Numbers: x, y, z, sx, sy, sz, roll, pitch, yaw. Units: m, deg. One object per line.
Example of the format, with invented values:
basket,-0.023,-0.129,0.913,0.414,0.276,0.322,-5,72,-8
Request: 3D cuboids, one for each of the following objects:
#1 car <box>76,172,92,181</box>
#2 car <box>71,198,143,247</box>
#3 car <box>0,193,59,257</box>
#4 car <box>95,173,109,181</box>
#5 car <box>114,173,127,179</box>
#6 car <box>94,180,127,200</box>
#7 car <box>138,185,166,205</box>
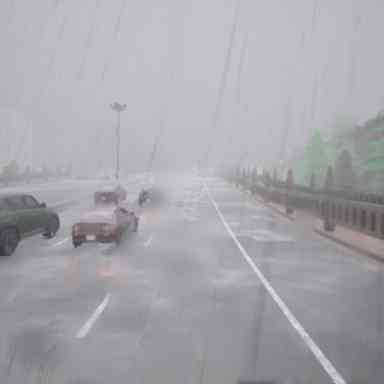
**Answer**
car,-20.675,-2.991,63.780,1.837,1.490,4.892,0,6,1
car,-3.430,1.261,13.660,1.812,1.442,4.674,0,3,1
car,-6.950,1.018,12.335,2.150,2.045,5.566,0,3,1
car,-17.177,-2.973,63.839,1.812,1.442,4.674,0,5,1
car,-13.681,-2.945,63.892,1.994,1.385,4.181,0,5,1
car,-6.853,0.115,28.343,1.882,1.535,5.008,0,5,1
car,-3.354,0.159,28.159,1.837,1.490,4.892,0,6,1
